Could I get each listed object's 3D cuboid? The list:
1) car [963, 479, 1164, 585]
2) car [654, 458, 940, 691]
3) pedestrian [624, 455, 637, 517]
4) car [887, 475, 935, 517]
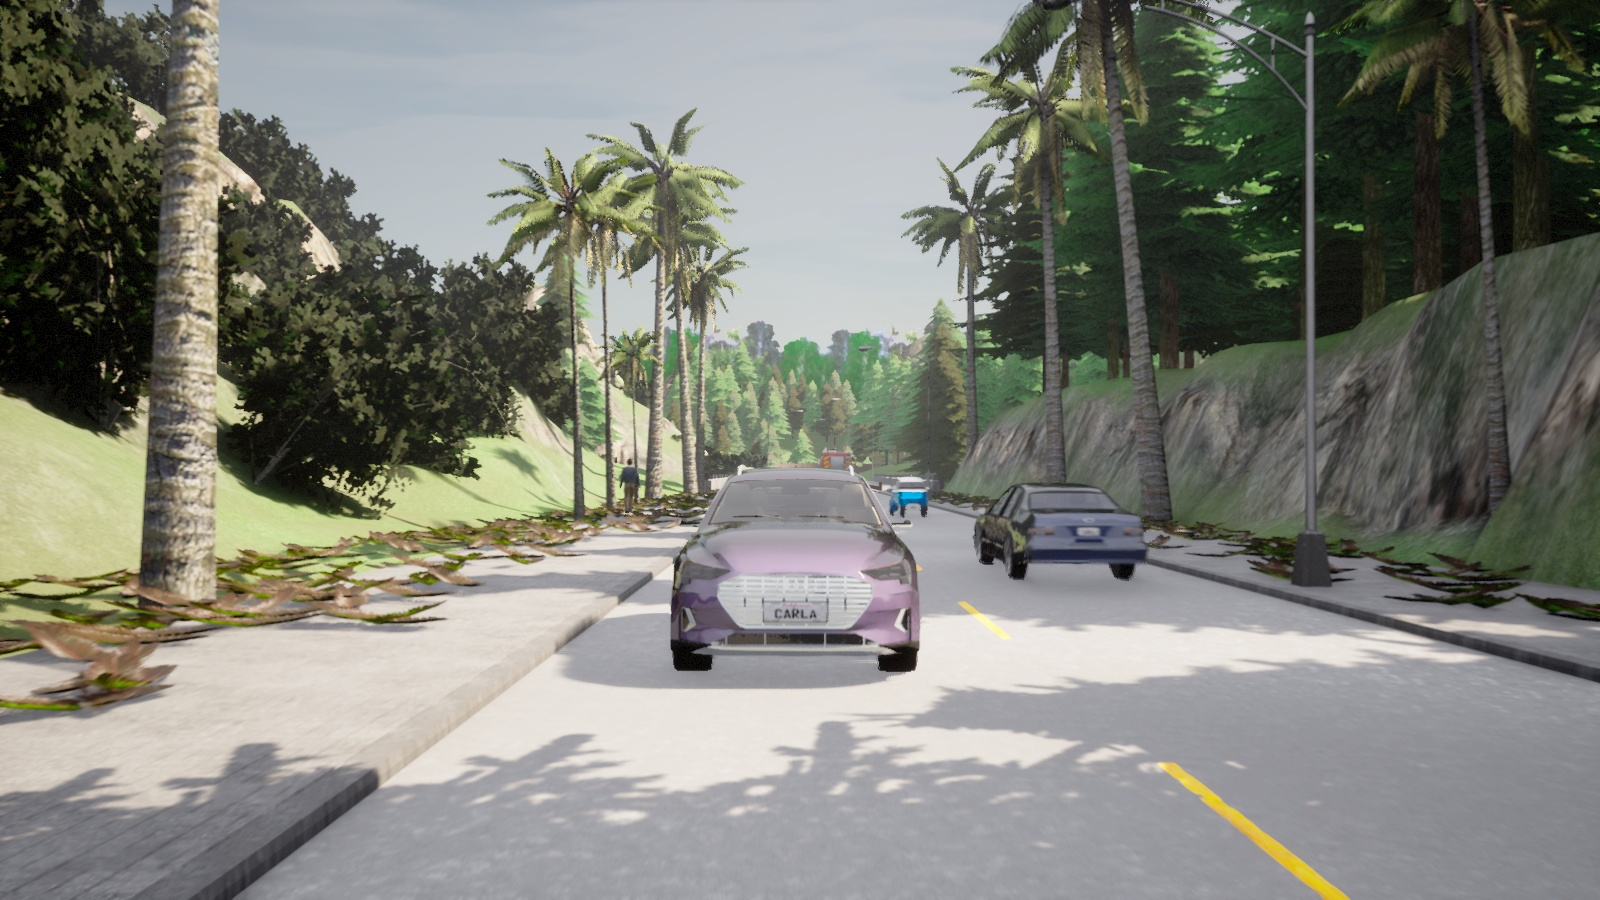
[{"bbox_3d":[3.945,1.178,19.837,2.033,1.411,5.357,0,-1,0],"label":"car"},{"bbox_3d":[-0.032,0.936,11.375,2.033,1.649,4.856,0,-1,0],"label":"car"},{"bbox_3d":[-5.410,1.133,40.049,0.423,1.949,0.788,0,-1,-8],"label":"pedestrian"},{"bbox_3d":[3.855,1.589,43.894,1.481,1.376,2.207,0,-1,0],"label":"car"}]
